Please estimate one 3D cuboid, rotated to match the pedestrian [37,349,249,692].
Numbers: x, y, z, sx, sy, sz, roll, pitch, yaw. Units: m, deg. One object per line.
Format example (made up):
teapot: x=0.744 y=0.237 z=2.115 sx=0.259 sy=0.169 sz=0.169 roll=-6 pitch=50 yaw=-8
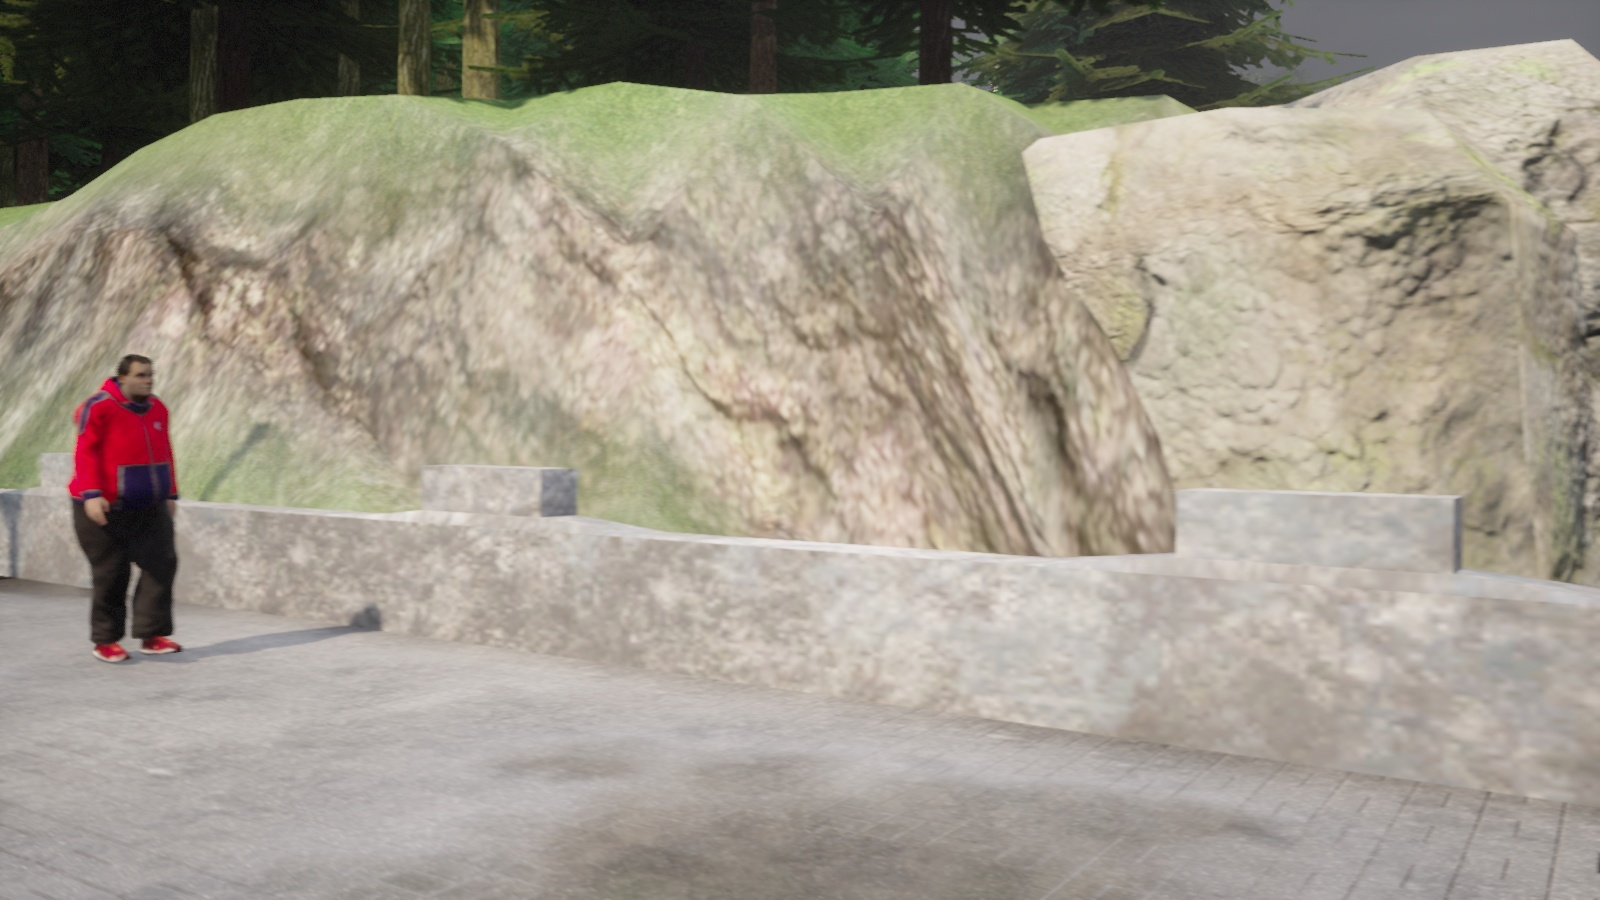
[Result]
pedestrian: x=-3.774 y=0.377 z=7.233 sx=0.899 sy=1.844 sz=0.634 roll=0 pitch=1 yaw=25
